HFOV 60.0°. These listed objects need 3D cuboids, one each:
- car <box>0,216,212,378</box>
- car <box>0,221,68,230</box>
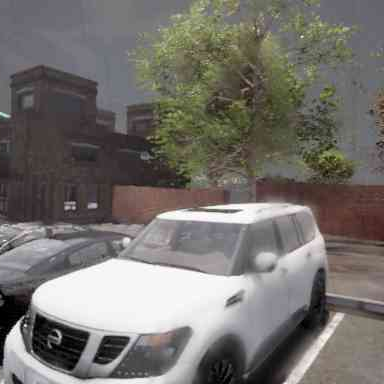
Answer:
[{"bbox_3d":[-1.878,1.509,6.606,2.097,1.535,5.008,0,0,35],"label":"car"},{"bbox_3d":[-4.146,1.525,8.235,2.231,1.521,4.892,0,0,35],"label":"car"}]
